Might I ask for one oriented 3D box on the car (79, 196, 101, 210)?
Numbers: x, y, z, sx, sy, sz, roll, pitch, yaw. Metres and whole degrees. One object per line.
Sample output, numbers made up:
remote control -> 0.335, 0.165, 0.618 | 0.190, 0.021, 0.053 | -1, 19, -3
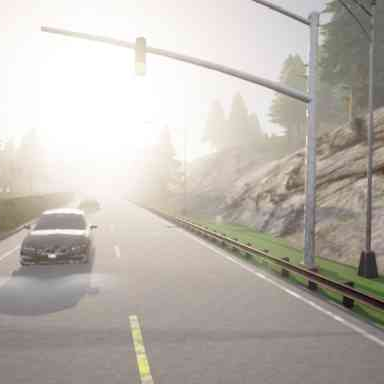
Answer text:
car -> -10.508, 1.101, 34.372 | 1.994, 1.385, 4.181 | 1, 0, -15

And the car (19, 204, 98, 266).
car -> -4.229, 1.370, 10.973 | 1.837, 1.490, 4.892 | 1, 1, -15
